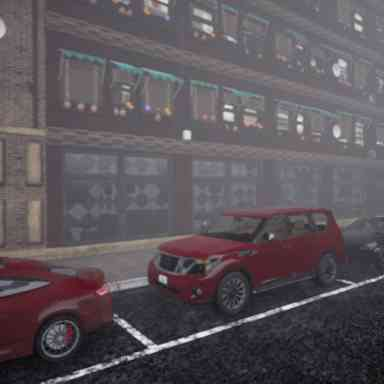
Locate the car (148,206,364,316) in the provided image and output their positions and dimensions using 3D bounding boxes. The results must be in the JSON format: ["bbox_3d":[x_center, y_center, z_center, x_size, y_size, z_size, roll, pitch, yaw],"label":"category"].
[{"bbox_3d":[1.509,1.288,7.641,5.009,1.841,2.192,0,0,-36],"label":"car"}]

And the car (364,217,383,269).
[{"bbox_3d":[6.148,1.513,10.951,4.313,1.339,1.947,0,0,-36],"label":"car"}]

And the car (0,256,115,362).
[{"bbox_3d":[-3.126,1.583,4.332,4.206,1.307,1.802,0,0,-36],"label":"car"}]
